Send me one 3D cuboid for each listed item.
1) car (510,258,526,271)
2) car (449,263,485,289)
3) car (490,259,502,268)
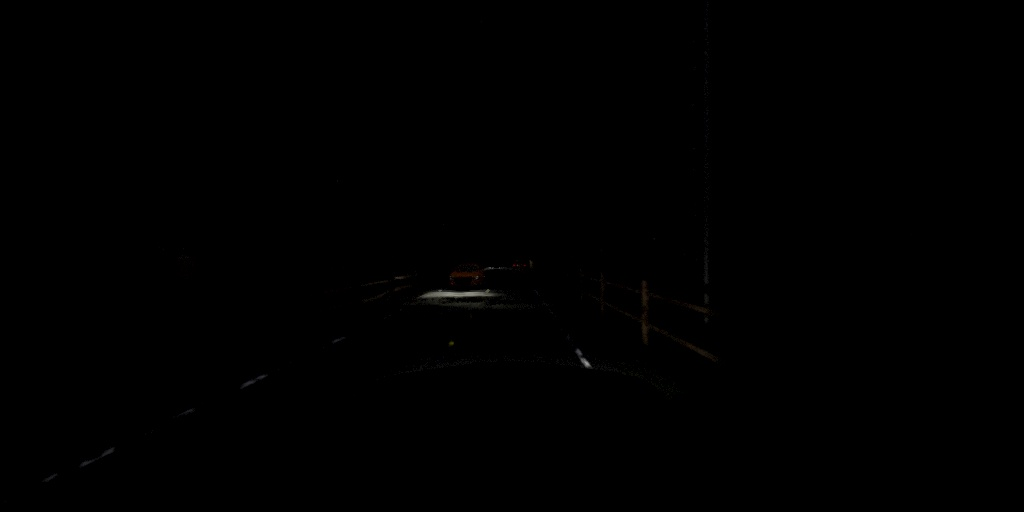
[{"bbox_3d":[0.955,1.217,48.578,1.801,1.575,5.366,0,0,0],"label":"car"},{"bbox_3d":[-2.852,1.225,23.271,1.882,1.535,5.008,0,0,0],"label":"car"},{"bbox_3d":[-2.789,1.275,64.030,1.837,1.490,4.892,0,0,1],"label":"car"}]
